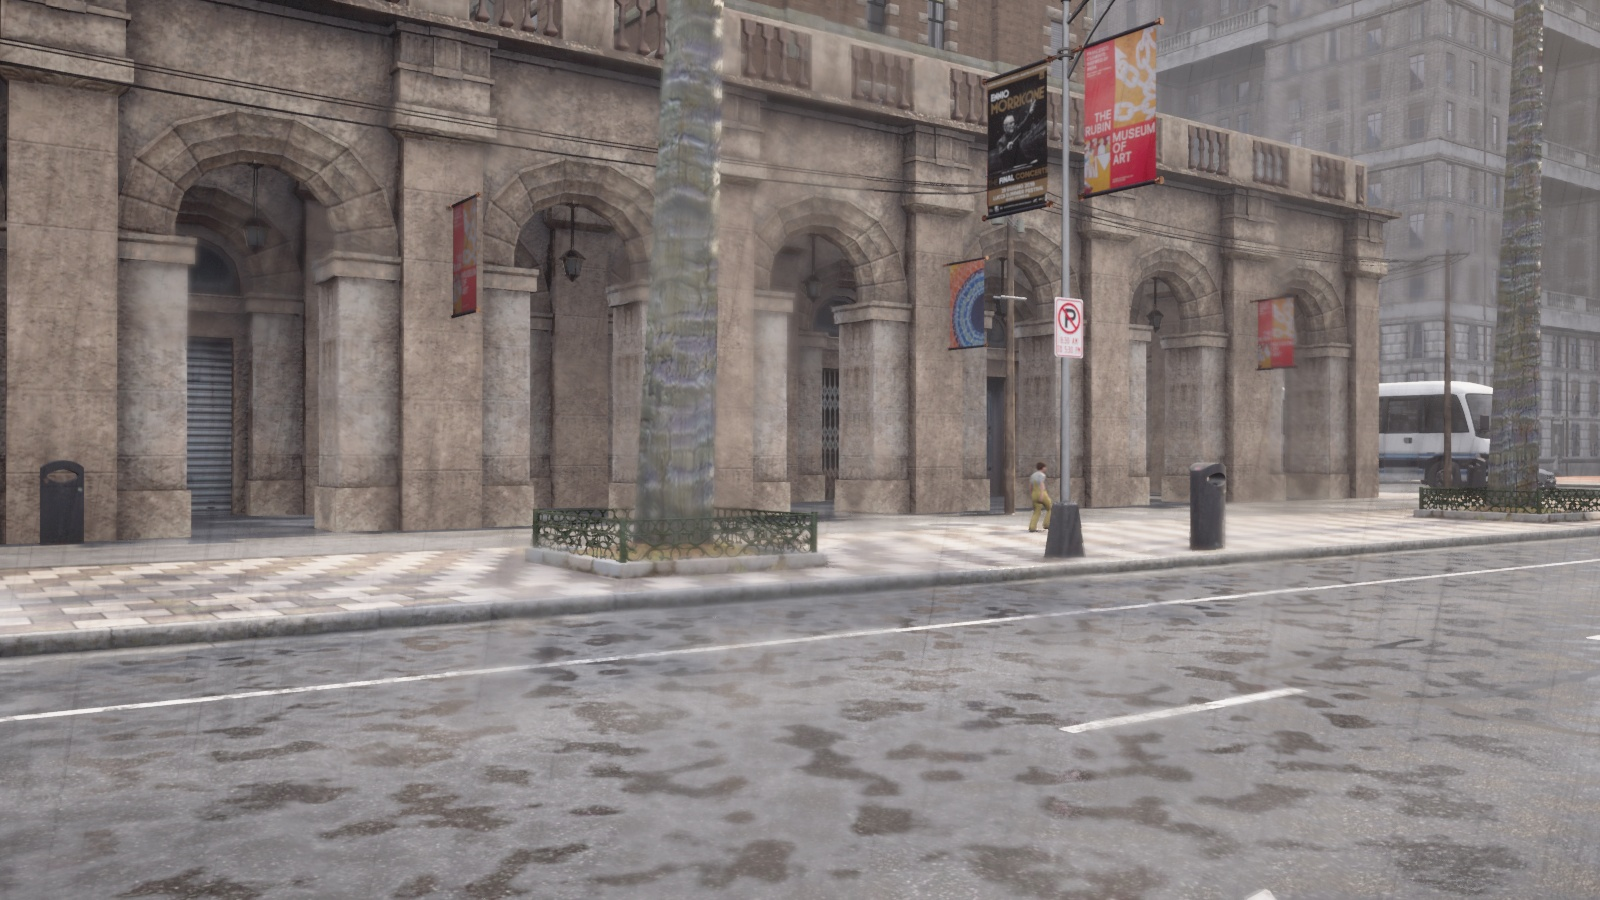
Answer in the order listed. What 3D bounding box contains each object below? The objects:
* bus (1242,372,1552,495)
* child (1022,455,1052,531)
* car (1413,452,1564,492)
[{"bbox_3d":[22.872,-0.560,48.904,3.944,4.253,10.273,0,0,-35],"label":"bus"},{"bbox_3d":[4.042,0.725,21.385,0.437,1.263,0.270,0,0,-35],"label":"child"},{"bbox_3d":[26.917,0.813,49.249,1.837,1.490,4.892,0,0,-34],"label":"car"}]
